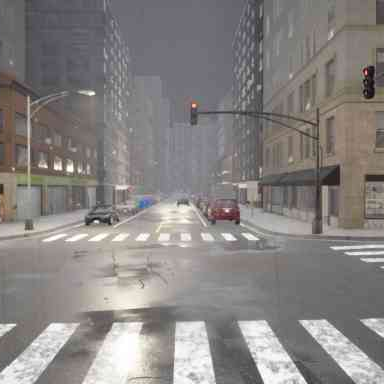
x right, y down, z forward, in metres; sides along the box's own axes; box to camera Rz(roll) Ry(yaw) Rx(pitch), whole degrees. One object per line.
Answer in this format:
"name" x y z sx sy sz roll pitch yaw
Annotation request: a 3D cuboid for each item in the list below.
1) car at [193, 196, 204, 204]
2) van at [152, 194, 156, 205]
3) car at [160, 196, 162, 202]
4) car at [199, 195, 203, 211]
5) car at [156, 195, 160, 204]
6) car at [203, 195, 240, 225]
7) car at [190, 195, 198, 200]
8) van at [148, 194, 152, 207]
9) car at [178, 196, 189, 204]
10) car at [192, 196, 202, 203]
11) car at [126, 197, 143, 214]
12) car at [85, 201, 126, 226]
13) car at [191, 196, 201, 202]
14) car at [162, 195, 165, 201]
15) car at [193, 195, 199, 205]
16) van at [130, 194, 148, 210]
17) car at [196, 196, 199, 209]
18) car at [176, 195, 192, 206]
"car" 1.172 1.563 63.139 1.947 1.339 4.313 -1 0 -2
"van" -7.058 1.343 51.739 1.690 1.788 3.998 -1 0 -2
"car" -7.361 1.437 62.907 1.967 1.590 4.097 -1 0 -2
"car" 2.073 1.320 29.636 2.192 1.841 5.009 -1 0 -2
"car" -7.211 1.315 57.323 2.192 1.841 5.009 -1 0 -2
"car" 2.224 1.319 24.052 2.192 1.841 5.009 -1 0 -2
"car" 0.419 1.529 91.058 2.008 1.369 4.403 -1 0 -2
"van" -6.907 1.345 46.156 1.690 1.788 3.998 -1 0 -2
"car" -1.706 1.544 63.816 2.033 1.411 5.357 0 0 -2
"car" 1.021 1.560 68.723 1.947 1.339 4.313 -1 0 -2
"car" -6.596 1.531 34.818 1.752 1.417 4.829 -1 0 -2
"car" -6.296 1.570 23.820 1.947 1.339 4.313 -1 0 -2
"car" 0.871 1.542 74.307 2.008 1.369 4.403 -1 0 -2
"car" -7.665 1.432 74.074 1.967 1.590 4.097 -1 0 -2
"car" 1.621 1.318 46.387 2.192 1.841 5.009 -1 0 -2
"van" -6.754 1.346 40.571 1.690 1.788 3.998 -1 0 -2
"car" 1.769 1.530 40.973 1.752 1.417 4.829 -1 0 -2
"car" -1.422 1.506 53.398 1.837 1.490 4.892 0 0 -2
